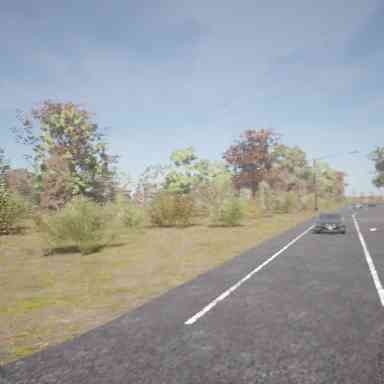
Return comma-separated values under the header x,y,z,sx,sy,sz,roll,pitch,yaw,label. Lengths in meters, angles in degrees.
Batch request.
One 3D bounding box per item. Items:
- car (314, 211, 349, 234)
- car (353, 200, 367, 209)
x,y,z,sx,sy,sz,roll,pitch,yaw,label
9.825,2.110,23.434,1.837,1.490,4.892,-3,-2,25,car
38.522,3.187,76.858,2.128,1.511,4.902,-3,-2,29,car
